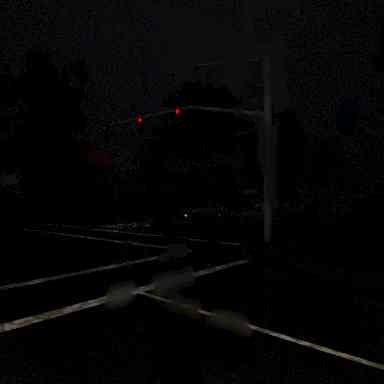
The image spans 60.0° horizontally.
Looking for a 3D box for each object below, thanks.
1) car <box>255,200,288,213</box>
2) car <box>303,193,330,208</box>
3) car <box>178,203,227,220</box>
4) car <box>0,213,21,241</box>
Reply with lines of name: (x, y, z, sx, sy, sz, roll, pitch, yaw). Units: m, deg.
car: (9.080, 1.601, 37.853, 1.895, 1.301, 4.718, 0, 0, 41)
car: (18.126, 1.223, 48.217, 2.150, 2.045, 5.566, 0, 0, 42)
car: (0.949, 1.601, 28.507, 1.895, 1.301, 4.718, 0, 0, 41)
car: (-10.014, 1.525, 14.640, 1.812, 1.442, 4.674, 0, 0, 33)
